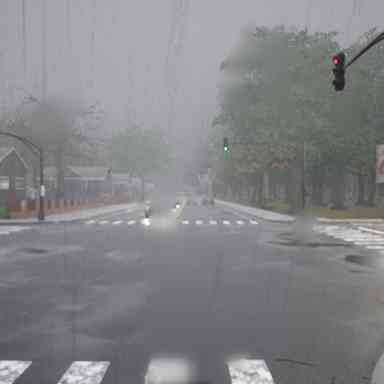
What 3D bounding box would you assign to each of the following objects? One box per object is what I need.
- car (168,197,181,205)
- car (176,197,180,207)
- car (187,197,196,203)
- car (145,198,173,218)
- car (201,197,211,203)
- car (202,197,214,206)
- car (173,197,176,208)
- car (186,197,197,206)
[{"bbox_3d":[-3.403,1.825,65.710,2.128,1.511,4.902,0,0,0],"label":"car"},{"bbox_3d":[-3.396,1.760,52.372,2.128,1.511,4.902,0,0,0],"label":"car"},{"bbox_3d":[-0.175,1.798,74.007,1.895,1.301,4.718,0,0,0],"label":"car"},{"bbox_3d":[-3.290,1.518,32.345,2.097,1.767,4.553,0,0,0],"label":"car"},{"bbox_3d":[3.074,1.743,73.994,2.033,1.411,5.357,0,0,0],"label":"car"},{"bbox_3d":[3.128,1.676,63.959,2.097,1.767,4.553,0,0,0],"label":"car"},{"bbox_3d":[-3.338,1.717,41.491,1.837,1.490,4.892,0,0,0],"label":"car"},{"bbox_3d":[-0.120,1.870,63.553,2.033,1.411,5.357,0,0,0],"label":"car"}]
